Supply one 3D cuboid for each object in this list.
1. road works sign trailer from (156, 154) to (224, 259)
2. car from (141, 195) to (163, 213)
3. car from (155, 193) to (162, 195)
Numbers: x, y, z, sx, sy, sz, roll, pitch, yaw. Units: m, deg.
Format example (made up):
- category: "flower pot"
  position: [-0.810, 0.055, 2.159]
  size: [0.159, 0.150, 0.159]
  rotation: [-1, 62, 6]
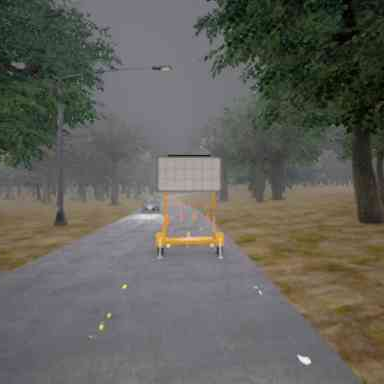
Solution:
- category: "road works sign trailer"
  position: [-0.096, 0.404, 12.384]
  size: [2.380, 3.560, 2.880]
  rotation: [0, 0, -2]
- category: "car"
  position: [-4.262, 1.354, 34.911]
  size: [2.128, 1.511, 4.902]
  rotation: [0, 0, -4]
- category: "car"
  position: [-7.520, 0.994, 75.224]
  size: [2.097, 1.767, 4.553]
  rotation: [0, 0, -5]
